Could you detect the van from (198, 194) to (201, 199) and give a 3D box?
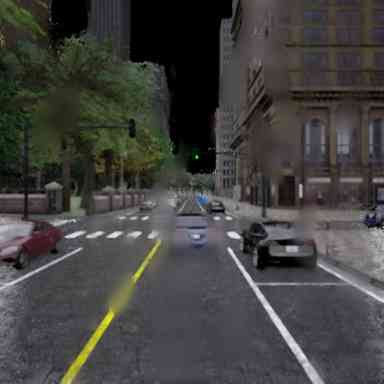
[{"bbox_3d":[2.744,1.625,75.599,1.690,1.788,3.998,0,0,0],"label":"van"}]

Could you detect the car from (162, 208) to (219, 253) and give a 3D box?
[{"bbox_3d":[-0.201,1.608,14.051,2.033,1.411,5.357,0,0,-8],"label":"car"}]

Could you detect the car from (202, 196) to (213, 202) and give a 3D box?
[{"bbox_3d":[2.750,1.720,48.666,1.752,1.417,4.829,0,0,0],"label":"car"}]

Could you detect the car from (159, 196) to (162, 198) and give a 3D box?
[{"bbox_3d":[-5.776,1.634,48.514,1.967,1.590,4.097,0,0,0],"label":"car"}]

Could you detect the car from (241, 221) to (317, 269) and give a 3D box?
[{"bbox_3d":[2.757,1.614,11.219,1.947,1.339,4.313,0,0,0],"label":"car"}]

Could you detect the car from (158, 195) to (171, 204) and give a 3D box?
[{"bbox_3d":[-5.781,1.582,70.196,2.192,1.841,5.009,0,0,0],"label":"car"}]

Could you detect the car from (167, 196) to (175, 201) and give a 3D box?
[{"bbox_3d":[-5.784,1.896,91.877,1.947,1.339,4.313,0,0,0],"label":"car"}]

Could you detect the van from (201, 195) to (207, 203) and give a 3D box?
[{"bbox_3d":[2.748,1.554,53.917,1.690,1.788,3.998,0,0,0],"label":"van"}]

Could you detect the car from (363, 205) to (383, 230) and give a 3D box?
[{"bbox_3d":[14.301,1.701,22.662,4.553,1.767,2.097,1,0,0],"label":"car"}]

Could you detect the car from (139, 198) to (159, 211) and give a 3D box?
[{"bbox_3d":[-5.775,1.724,43.094,2.008,1.369,4.403,0,0,0],"label":"car"}]

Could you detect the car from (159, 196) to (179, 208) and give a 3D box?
[{"bbox_3d":[-3.095,1.709,45.741,1.812,1.442,4.674,0,0,0],"label":"car"}]

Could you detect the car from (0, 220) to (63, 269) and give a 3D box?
[{"bbox_3d":[-5.768,1.630,11.235,1.802,1.307,4.206,0,0,0],"label":"car"}]

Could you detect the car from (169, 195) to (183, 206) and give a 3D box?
[{"bbox_3d":[-3.055,1.741,61.448,1.837,1.490,4.892,0,1,0],"label":"car"}]

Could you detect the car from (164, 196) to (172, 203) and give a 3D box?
[{"bbox_3d":[-5.782,1.824,80.866,1.752,1.417,4.829,0,0,0],"label":"car"}]

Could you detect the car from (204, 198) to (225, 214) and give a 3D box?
[{"bbox_3d":[2.752,1.719,37.655,1.947,1.339,4.313,0,0,0],"label":"car"}]

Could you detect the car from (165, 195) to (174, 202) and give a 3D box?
[{"bbox_3d":[-5.784,1.630,86.457,2.192,1.841,5.009,0,0,0],"label":"car"}]

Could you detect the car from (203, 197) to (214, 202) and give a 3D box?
[{"bbox_3d":[2.751,1.740,43.076,1.947,1.339,4.313,0,0,0],"label":"car"}]
